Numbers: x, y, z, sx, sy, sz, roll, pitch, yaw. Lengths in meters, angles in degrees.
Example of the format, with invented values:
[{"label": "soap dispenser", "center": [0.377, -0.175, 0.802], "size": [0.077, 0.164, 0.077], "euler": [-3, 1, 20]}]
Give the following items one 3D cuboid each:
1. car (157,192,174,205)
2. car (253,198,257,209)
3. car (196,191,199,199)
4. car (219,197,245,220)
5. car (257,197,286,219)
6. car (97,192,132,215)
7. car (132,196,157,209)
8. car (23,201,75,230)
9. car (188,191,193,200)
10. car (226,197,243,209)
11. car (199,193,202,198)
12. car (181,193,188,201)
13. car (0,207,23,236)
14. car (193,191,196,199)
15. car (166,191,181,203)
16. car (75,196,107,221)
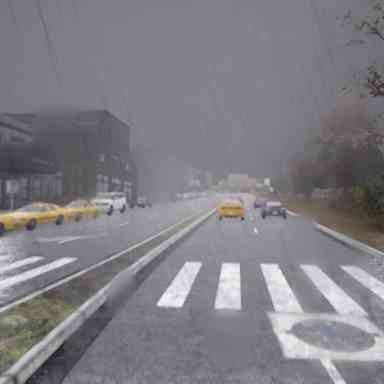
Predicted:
[{"label": "car", "center": [-4.846, 1.203, 53.584], "size": [2.231, 1.521, 4.892], "euler": [0, 0, 8]}, {"label": "car", "center": [8.739, 1.332, 41.976], "size": [1.994, 1.385, 4.181], "euler": [0, 0, 8]}, {"label": "car", "center": [-0.172, 1.025, 86.083], "size": [1.946, 1.575, 5.366], "euler": [0, 0, 8]}, {"label": "car", "center": [3.189, 1.347, 26.605], "size": [1.882, 1.535, 5.008], "euler": [0, 0, 8]}, {"label": "car", "center": [6.572, 1.375, 27.285], "size": [1.812, 1.442, 4.674], "euler": [0, 0, 8]}, {"label": "car", "center": [-7.998, 1.067, 31.675], "size": [2.435, 2.045, 5.566], "euler": [0, 0, 8]}, {"label": "car", "center": [-6.429, 1.290, 42.610], "size": [2.163, 1.488, 4.792], "euler": [0, 0, 8]}, {"label": "car", "center": [-9.613, 1.375, 20.458], "size": [1.946, 1.575, 5.366], "euler": [0, 0, 8]}, {"label": "car", "center": [-1.745, 1.083, 75.145], "size": [1.946, 1.575, 5.366], "euler": [0, 0, 8]}, {"label": "car", "center": [5.454, 1.330, 42.153], "size": [2.033, 1.411, 5.357], "euler": [0, 0, 9]}, {"label": "car", "center": [0.636, 0.747, 91.706], "size": [2.435, 2.045, 5.566], "euler": [0, 0, 8]}, {"label": "car", "center": [-2.779, 1.124, 68.351], "size": [2.231, 1.521, 4.892], "euler": [0, 0, 9]}, {"label": "car", "center": [-10.410, 1.407, 14.993], "size": [1.946, 1.575, 5.366], "euler": [0, 0, 8]}, {"label": "car", "center": [-0.928, 0.930, 80.828], "size": [2.185, 1.767, 4.553], "euler": [0, 0, 8]}, {"label": "car", "center": [-4.066, 0.921, 59.018], "size": [2.435, 2.045, 5.566], "euler": [0, 0, 8]}, {"label": "car", "center": [-8.827, 1.346, 25.927], "size": [1.946, 1.575, 5.366], "euler": [0, 0, 8]}]
